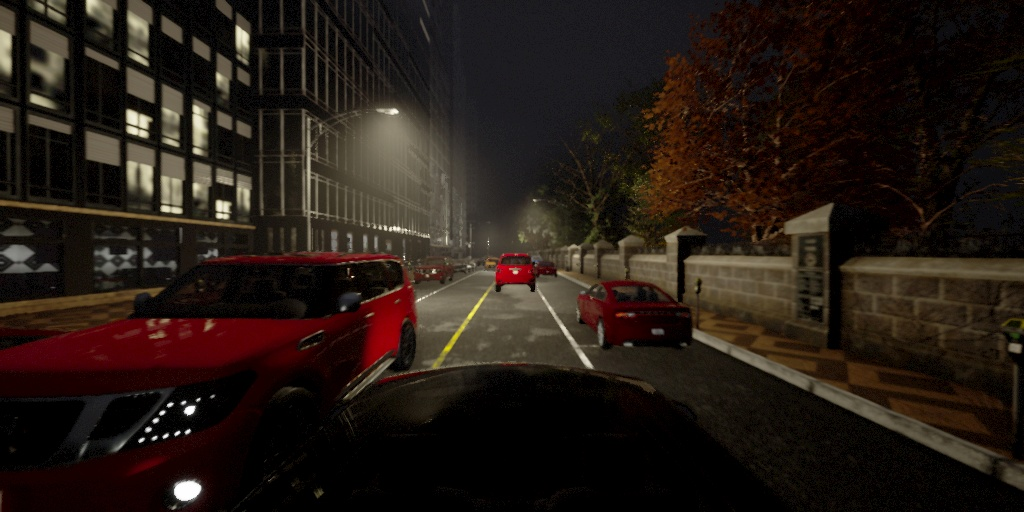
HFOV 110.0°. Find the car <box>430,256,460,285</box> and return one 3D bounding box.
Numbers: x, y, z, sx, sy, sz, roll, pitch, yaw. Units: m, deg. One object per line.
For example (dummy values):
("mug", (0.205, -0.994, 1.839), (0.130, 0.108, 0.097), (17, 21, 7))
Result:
("car", (-5.317, 0.945, 25.114), (2.192, 1.841, 5.009), (0, 0, 1))

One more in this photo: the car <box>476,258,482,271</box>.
("car", (-5.045, 1.095, 41.977), (2.007, 1.370, 4.403), (0, 0, 1))

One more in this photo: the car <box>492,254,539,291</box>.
("car", (0.210, 0.878, 20.829), (2.150, 2.045, 5.566), (0, 1, 1))

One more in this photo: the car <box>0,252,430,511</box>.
("car", (-2.841, 0.958, 4.656), (2.150, 2.045, 5.566), (0, 0, 0))

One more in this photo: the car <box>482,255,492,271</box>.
("car", (-2.297, 1.005, 45.501), (1.882, 1.535, 5.008), (0, 0, 2))

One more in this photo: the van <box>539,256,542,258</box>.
("van", (3.254, 0.855, 48.345), (1.690, 1.789, 3.998), (0, 0, 1))

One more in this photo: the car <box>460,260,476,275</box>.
("car", (-5.152, 1.123, 36.358), (2.007, 1.370, 4.403), (0, 0, 1))

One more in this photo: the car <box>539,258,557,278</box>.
("car", (2.940, 1.145, 31.457), (1.888, 1.381, 4.507), (0, 0, 1))

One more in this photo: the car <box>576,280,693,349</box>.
("car", (2.724, 1.259, 8.896), (1.888, 1.381, 4.507), (0, 0, 0))
